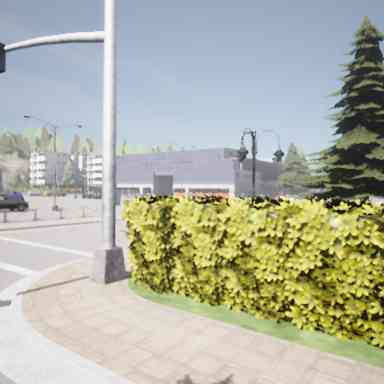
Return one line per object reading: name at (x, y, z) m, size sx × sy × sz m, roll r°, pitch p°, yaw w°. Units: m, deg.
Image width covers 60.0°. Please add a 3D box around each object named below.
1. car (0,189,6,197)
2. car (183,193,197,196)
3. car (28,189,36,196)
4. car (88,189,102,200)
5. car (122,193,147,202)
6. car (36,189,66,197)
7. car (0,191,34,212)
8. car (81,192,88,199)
car at (-41.014, 0.197, 68.394) m, size 2.007 × 1.523 × 4.514 m, roll 1°, pitch 1°, yaw 36°
car at (-0.641, 0.941, 48.492) m, size 1.845 × 1.501 × 3.633 m, roll 1°, pitch 1°, yaw 36°
car at (-33.906, 0.187, 71.941) m, size 1.970 × 1.475 × 3.806 m, roll 1°, pitch 1°, yaw 36°
car at (-15.585, 0.385, 59.529) m, size 1.932 × 1.855 × 4.605 m, roll 1°, pitch 1°, yaw 36°
car at (-7.415, 0.906, 44.243) m, size 1.970 × 1.475 × 3.806 m, roll 1°, pitch 1°, yaw 36°
car at (-28.525, 0.205, 68.428) m, size 2.152 × 1.636 × 5.027 m, roll 1°, pitch 1°, yaw 36°
car at (-15.943, 0.905, 27.430) m, size 2.007 × 1.523 × 4.514 m, roll 1°, pitch 1°, yaw 36°
car at (-18.177, 0.321, 60.904) m, size 1.905 × 1.878 × 3.866 m, roll 1°, pitch 1°, yaw 36°
